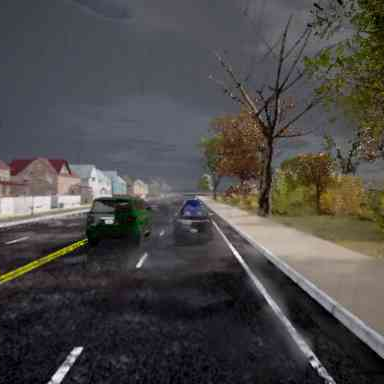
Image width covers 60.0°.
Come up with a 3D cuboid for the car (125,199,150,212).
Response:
[{"bbox_3d":[-6.567,1.582,40.668,2.033,1.411,5.357,0,0,0],"label":"car"}]

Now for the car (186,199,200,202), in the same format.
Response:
[{"bbox_3d":[0.067,1.503,35.498,1.882,1.535,5.008,0,0,0],"label":"car"}]

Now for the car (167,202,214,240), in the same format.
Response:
[{"bbox_3d":[0.084,1.499,17.072,2.128,1.511,4.902,0,0,0],"label":"car"}]

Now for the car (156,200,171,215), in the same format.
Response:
[{"bbox_3d":[-3.182,1.516,33.718,2.128,1.511,4.902,0,0,0],"label":"car"}]

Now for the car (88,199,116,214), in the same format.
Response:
[{"bbox_3d":[-9.847,1.556,36.788,1.812,1.442,4.674,0,0,0],"label":"car"}]

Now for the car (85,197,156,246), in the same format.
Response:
[{"bbox_3d":[-3.164,1.229,15.370,2.150,2.045,5.566,0,0,0],"label":"car"}]
